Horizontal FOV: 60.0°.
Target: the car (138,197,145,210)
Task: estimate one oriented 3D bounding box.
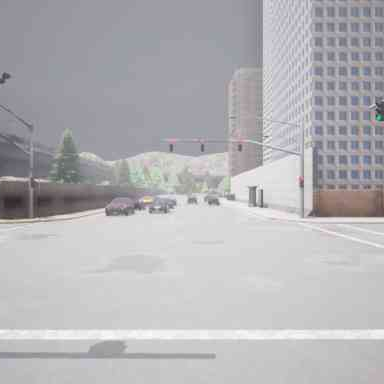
[{"bbox_3d":[-7.049,1.601,41.897,1.895,1.301,4.718,0,0,0],"label":"car"}]

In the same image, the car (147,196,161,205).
[{"bbox_3d":[-6.999,1.478,61.486,1.882,1.535,5.008,0,0,1],"label":"car"}]

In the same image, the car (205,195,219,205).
[{"bbox_3d":[3.661,1.505,57.657,1.837,1.490,4.892,0,0,0],"label":"car"}]

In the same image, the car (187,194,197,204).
[{"bbox_3d":[0.068,1.478,64.285,1.882,1.535,5.008,0,0,0],"label":"car"}]

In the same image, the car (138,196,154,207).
[{"bbox_3d":[-7.034,1.478,51.413,1.882,1.535,5.008,0,0,0],"label":"car"}]

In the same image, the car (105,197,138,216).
[{"bbox_3d":[-7.059,1.352,32.911,2.097,1.767,4.553,0,0,0],"label":"car"}]

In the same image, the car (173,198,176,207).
[{"bbox_3d":[-3.550,1.564,45.416,1.994,1.385,4.181,0,0,-1],"label":"car"}]

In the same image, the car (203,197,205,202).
[{"bbox_3d":[3.579,1.500,74.557,1.837,1.490,4.892,0,0,0],"label":"car"}]

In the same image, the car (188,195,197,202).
[{"bbox_3d":[0.078,1.328,74.507,1.837,1.490,4.892,0,0,0],"label":"car"}]

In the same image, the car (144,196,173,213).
[{"bbox_3d":[-3.550,1.492,36.497,2.128,1.511,4.902,0,0,0],"label":"car"}]
